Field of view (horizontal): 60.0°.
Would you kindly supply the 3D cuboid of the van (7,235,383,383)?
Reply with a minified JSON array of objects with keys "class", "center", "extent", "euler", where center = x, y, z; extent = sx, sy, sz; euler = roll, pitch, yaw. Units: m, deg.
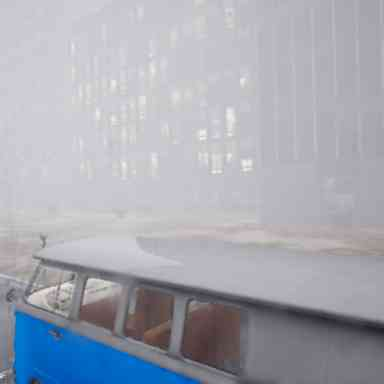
[{"class":"van","center":[0.051,1.358,2.856],"extent":[3.998,1.788,1.690],"euler":[-1,-1,36]}]
